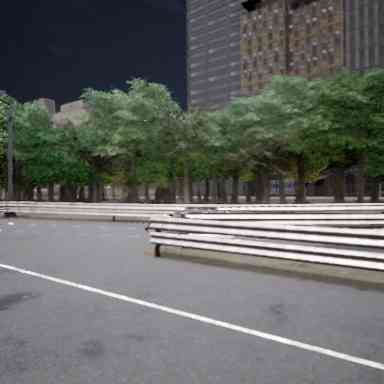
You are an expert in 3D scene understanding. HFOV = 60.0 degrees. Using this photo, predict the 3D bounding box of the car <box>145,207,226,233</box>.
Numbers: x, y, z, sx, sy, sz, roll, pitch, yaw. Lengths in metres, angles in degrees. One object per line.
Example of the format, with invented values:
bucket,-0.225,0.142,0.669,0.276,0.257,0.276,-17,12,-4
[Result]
car,0.226,1.528,17.845,5.357,1.411,2.033,0,0,16
